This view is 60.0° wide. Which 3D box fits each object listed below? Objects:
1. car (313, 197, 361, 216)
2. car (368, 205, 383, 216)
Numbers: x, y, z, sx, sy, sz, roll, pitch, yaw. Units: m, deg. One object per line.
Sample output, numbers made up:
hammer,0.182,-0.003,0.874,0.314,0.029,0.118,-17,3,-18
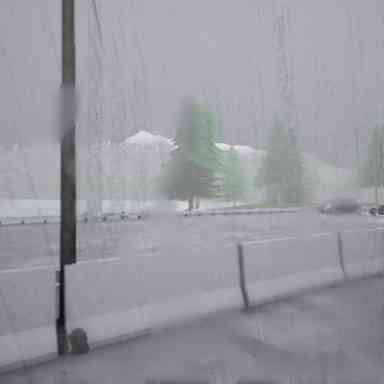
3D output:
car,13.792,1.298,31.624,4.553,1.767,2.097,0,0,-24
car,18.074,1.559,29.740,4.718,1.301,1.895,0,0,-23
